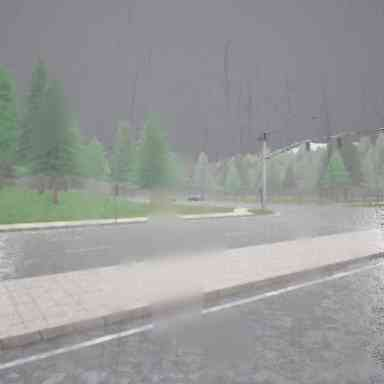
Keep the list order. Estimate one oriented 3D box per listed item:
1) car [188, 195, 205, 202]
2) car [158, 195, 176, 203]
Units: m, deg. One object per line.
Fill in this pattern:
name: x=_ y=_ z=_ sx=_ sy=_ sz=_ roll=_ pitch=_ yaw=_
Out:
car: x=0.900 y=1.324 z=70.662 sx=1.812 sy=1.442 sz=4.674 roll=0 pitch=0 yaw=-35
car: x=-5.038 y=1.311 z=66.923 sx=1.882 sy=1.535 sz=5.008 roll=0 pitch=0 yaw=-35
